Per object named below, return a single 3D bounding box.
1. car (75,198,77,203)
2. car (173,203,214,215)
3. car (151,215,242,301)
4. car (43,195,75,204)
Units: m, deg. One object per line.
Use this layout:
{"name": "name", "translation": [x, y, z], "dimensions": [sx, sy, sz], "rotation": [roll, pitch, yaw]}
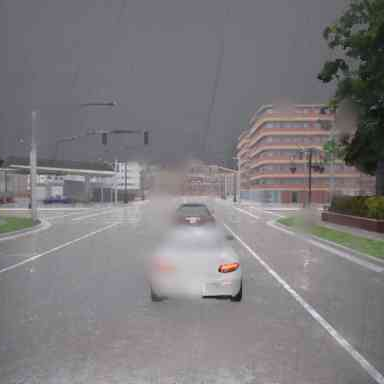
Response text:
{"name": "car", "translation": [-24.169, 1.456, 63.617], "dimensions": [3.806, 1.475, 1.970], "rotation": [0, 0, 1]}
{"name": "car", "translation": [0.064, 1.352, 17.160], "dimensions": [2.097, 1.767, 4.553], "rotation": [0, 0, 0]}
{"name": "car", "translation": [0.087, 1.526, 8.168], "dimensions": [1.812, 1.442, 4.674], "rotation": [0, 0, 0]}
{"name": "car", "translation": [-23.439, 1.295, 57.868], "dimensions": [4.611, 1.667, 2.242], "rotation": [0, 0, 1]}
